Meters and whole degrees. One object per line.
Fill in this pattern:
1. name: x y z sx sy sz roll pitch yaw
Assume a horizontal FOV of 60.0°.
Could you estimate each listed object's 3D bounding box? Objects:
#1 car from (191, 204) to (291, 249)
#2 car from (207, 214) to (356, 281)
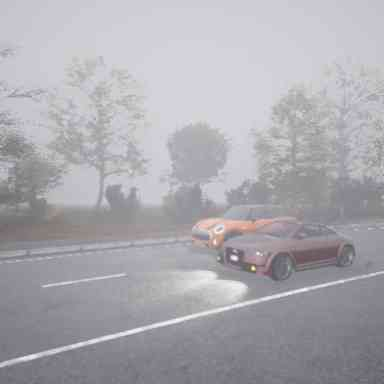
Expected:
1. car: 2.211 1.320 13.447 4.553 1.767 2.097 0 0 -30
2. car: 2.819 1.544 9.737 4.181 1.385 1.994 0 0 -31
